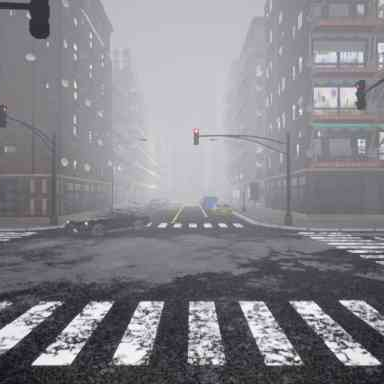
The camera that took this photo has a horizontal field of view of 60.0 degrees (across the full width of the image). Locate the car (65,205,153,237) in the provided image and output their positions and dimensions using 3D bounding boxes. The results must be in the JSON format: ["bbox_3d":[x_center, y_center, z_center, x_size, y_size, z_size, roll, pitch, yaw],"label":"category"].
[{"bbox_3d":[-4.539,1.610,18.399,1.895,1.301,4.718,0,0,34],"label":"car"}]

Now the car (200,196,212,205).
[{"bbox_3d":[2.476,1.486,61.040,1.967,1.590,4.097,1,0,0],"label":"car"}]

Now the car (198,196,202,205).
[{"bbox_3d":[2.496,1.347,49.728,2.192,1.841,5.009,1,0,0],"label":"car"}]

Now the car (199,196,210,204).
[{"bbox_3d":[2.465,1.604,66.696,2.008,1.369,4.403,1,0,0],"label":"car"}]

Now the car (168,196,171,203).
[{"bbox_3d":[-5.406,1.628,60.972,1.802,1.307,4.206,1,0,0],"label":"car"}]

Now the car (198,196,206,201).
[{"bbox_3d":[2.437,1.627,83.664,1.887,1.381,4.507,1,0,0],"label":"car"}]

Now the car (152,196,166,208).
[{"bbox_3d":[-5.388,1.614,49.657,1.802,1.307,4.206,1,0,0],"label":"car"}]

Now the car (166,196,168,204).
[{"bbox_3d":[-5.396,1.564,55.144,1.752,1.417,4.829,1,0,0],"label":"car"}]

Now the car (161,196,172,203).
[{"bbox_3d":[-5.424,1.613,72.288,2.008,1.369,4.403,1,0,0],"label":"car"}]

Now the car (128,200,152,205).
[{"bbox_3d":[-5.489,1.565,32.683,2.008,1.369,4.403,1,0,0],"label":"car"}]

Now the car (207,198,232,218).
[{"bbox_3d":[2.655,1.538,30.241,1.752,1.417,4.829,1,0,0],"label":"car"}]

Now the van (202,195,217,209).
[{"bbox_3d":[2.537,1.366,44.074,1.690,1.788,3.998,1,0,0],"label":"van"}]
